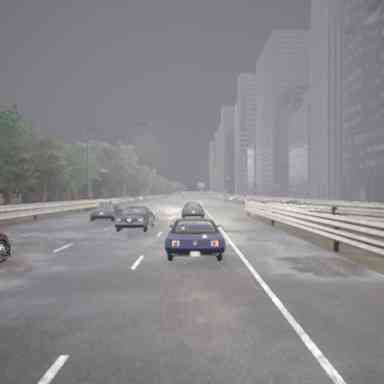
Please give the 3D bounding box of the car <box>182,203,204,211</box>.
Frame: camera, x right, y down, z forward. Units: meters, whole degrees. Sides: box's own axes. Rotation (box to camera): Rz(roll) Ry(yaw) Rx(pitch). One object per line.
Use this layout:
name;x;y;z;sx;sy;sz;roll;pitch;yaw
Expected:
car;0.100;1.626;29.779;1.994;1.385;4.181;0;0;0

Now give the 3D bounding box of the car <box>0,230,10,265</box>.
car;-6.901;1.368;8.878;2.097;1.767;4.553;0;0;0

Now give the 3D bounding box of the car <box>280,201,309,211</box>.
car;10.686;1.676;36.738;2.033;1.411;5.357;0;0;-14

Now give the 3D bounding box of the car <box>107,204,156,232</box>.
car;-3.404;1.588;20.589;2.033;1.411;5.357;0;0;0

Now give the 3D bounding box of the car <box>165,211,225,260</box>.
car;0.099;1.624;12.478;1.895;1.301;4.718;0;0;0

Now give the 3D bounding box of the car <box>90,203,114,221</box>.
car;-6.899;1.620;27.406;1.994;1.385;4.181;0;0;0
